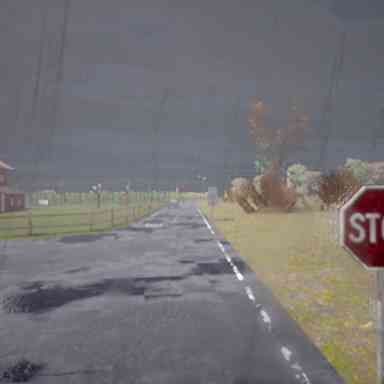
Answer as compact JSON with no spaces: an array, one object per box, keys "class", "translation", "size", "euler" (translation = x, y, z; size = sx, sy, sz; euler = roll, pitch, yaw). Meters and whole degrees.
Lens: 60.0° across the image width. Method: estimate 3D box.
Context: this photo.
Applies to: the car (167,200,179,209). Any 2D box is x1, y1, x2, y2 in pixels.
[{"class":"car","translation":[-3.081,2.056,55.396],"size":[1.812,1.442,4.674],"euler":[0,-1,0]}]
